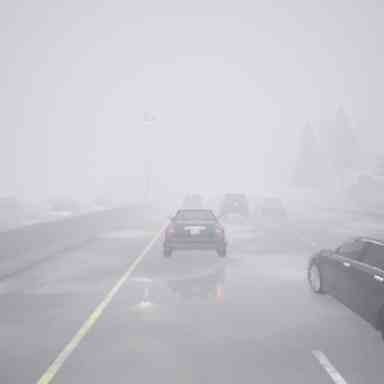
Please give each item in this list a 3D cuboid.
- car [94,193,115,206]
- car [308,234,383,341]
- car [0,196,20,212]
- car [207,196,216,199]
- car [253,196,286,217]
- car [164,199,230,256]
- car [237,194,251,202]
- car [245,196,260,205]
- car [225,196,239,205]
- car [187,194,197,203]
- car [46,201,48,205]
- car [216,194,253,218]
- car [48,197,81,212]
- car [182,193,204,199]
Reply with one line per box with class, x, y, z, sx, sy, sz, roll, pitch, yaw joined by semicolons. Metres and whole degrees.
car;-14.040;1.113;53.566;2.150;2.045;5.566;0;0;1
car;3.599;1.492;5.806;1.837;1.490;4.892;0;0;0
car;-21.083;1.276;36.712;2.097;1.767;4.553;0;0;0
car;3.489;1.432;57.279;2.033;1.411;5.357;0;0;0
car;7.094;1.291;30.701;2.097;1.767;4.553;0;0;0
car;0.097;1.325;13.075;2.097;1.767;4.553;0;0;0
car;10.487;1.237;67.700;2.128;1.511;4.902;0;0;0
car;10.489;1.410;57.697;1.812;1.442;4.674;0;0;0
car;6.989;1.448;58.149;1.994;1.385;4.181;0;0;0
car;0.015;1.217;67.403;2.097;1.767;4.553;0;0;1
car;-21.038;1.440;52.377;2.033;1.411;5.357;0;0;1
car;3.594;1.160;29.402;2.150;2.045;5.566;0;0;0
car;-14.084;1.488;37.553;1.994;1.385;4.181;0;0;0
car;0.093;1.150;36.565;2.150;2.045;5.566;0;0;0
